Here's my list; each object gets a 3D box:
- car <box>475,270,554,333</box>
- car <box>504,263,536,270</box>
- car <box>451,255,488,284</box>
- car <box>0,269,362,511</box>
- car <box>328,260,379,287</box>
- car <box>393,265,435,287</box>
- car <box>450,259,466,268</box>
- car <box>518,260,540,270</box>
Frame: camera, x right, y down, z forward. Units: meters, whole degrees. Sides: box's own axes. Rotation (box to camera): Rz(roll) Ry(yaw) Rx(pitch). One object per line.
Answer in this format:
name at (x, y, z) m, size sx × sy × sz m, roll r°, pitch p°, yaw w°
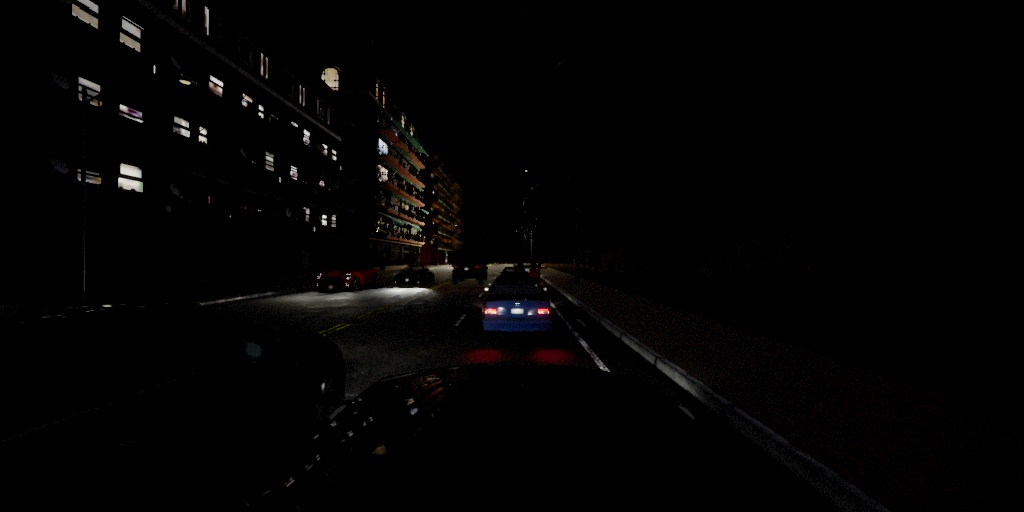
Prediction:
car at (0.118, 1.299, 10.627) m, size 2.033 × 1.411 × 5.357 m, roll 0°, pitch 0°, yaw 0°
car at (0.130, 1.317, 20.961) m, size 1.994 × 1.385 × 4.181 m, roll 0°, pitch 0°, yaw 1°
car at (-3.102, 0.975, 27.153) m, size 2.150 × 2.045 × 5.566 m, roll 0°, pitch 0°, yaw 0°
car at (-3.151, 1.103, 2.661) m, size 2.097 × 1.767 × 4.553 m, roll 0°, pitch 0°, yaw 0°
car at (-9.813, 1.105, 21.660) m, size 2.097 × 1.767 × 4.553 m, roll 0°, pitch 0°, yaw 0°
car at (-6.558, 1.317, 24.394) m, size 1.994 × 1.385 × 4.181 m, roll 0°, pitch 0°, yaw 0°
car at (-9.683, 1.243, 64.302) m, size 2.128 × 1.511 × 4.902 m, roll 0°, pitch 0°, yaw 1°
car at (1.191, 1.105, 29.895) m, size 2.097 × 1.767 × 4.553 m, roll 0°, pitch 0°, yaw 0°
